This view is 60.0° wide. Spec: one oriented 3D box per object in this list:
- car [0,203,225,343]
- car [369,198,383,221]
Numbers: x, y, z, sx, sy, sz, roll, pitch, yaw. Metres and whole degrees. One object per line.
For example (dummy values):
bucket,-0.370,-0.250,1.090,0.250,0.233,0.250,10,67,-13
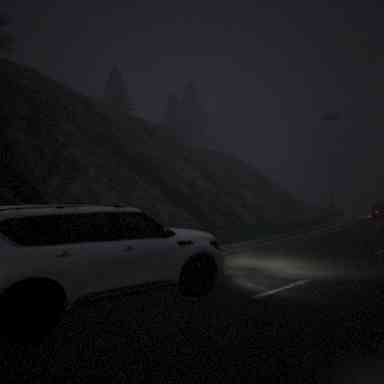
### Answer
car,-1.859,1.251,6.808,5.566,2.045,2.150,0,0,-38
car,14.959,1.455,25.853,2.033,1.411,5.357,0,0,27
